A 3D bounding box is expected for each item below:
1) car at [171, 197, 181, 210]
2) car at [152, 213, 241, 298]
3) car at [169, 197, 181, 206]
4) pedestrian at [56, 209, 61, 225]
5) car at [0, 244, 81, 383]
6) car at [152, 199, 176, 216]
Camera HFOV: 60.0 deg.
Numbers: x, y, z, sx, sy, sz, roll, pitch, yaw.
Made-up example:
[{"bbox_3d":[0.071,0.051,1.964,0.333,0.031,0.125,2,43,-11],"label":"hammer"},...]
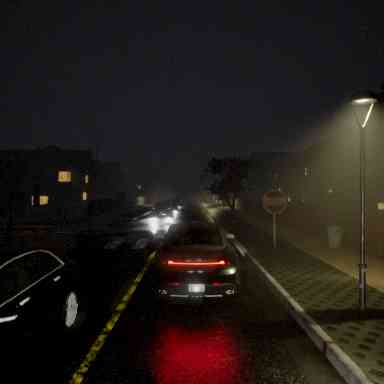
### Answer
[{"bbox_3d":[-2.926,1.726,44.894,1.895,1.301,4.718,0,0,0],"label":"car"},{"bbox_3d":[0.084,1.517,8.524,1.837,1.490,4.892,0,0,0],"label":"car"},{"bbox_3d":[-2.940,1.676,58.416,1.882,1.535,5.008,0,0,0],"label":"car"},{"bbox_3d":[-9.958,1.476,24.862,0.375,1.860,0.375,0,-2,5],"label":"pedestrian"},{"bbox_3d":[-2.858,1.509,4.008,1.837,1.490,4.892,0,0,0],"label":"car"},{"bbox_3d":[-2.912,1.681,33.795,1.895,1.301,4.718,0,0,0],"label":"car"}]
